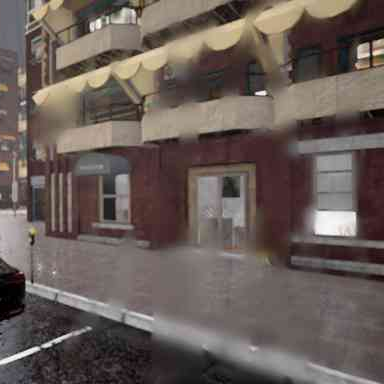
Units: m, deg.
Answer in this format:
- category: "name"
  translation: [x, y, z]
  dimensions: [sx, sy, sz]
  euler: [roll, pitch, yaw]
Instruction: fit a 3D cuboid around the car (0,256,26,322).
- category: "car"
  translation: [-4.772, 1.588, 6.140]
  dimensions: [4.313, 1.339, 1.947]
  euler: [0, -1, 36]
